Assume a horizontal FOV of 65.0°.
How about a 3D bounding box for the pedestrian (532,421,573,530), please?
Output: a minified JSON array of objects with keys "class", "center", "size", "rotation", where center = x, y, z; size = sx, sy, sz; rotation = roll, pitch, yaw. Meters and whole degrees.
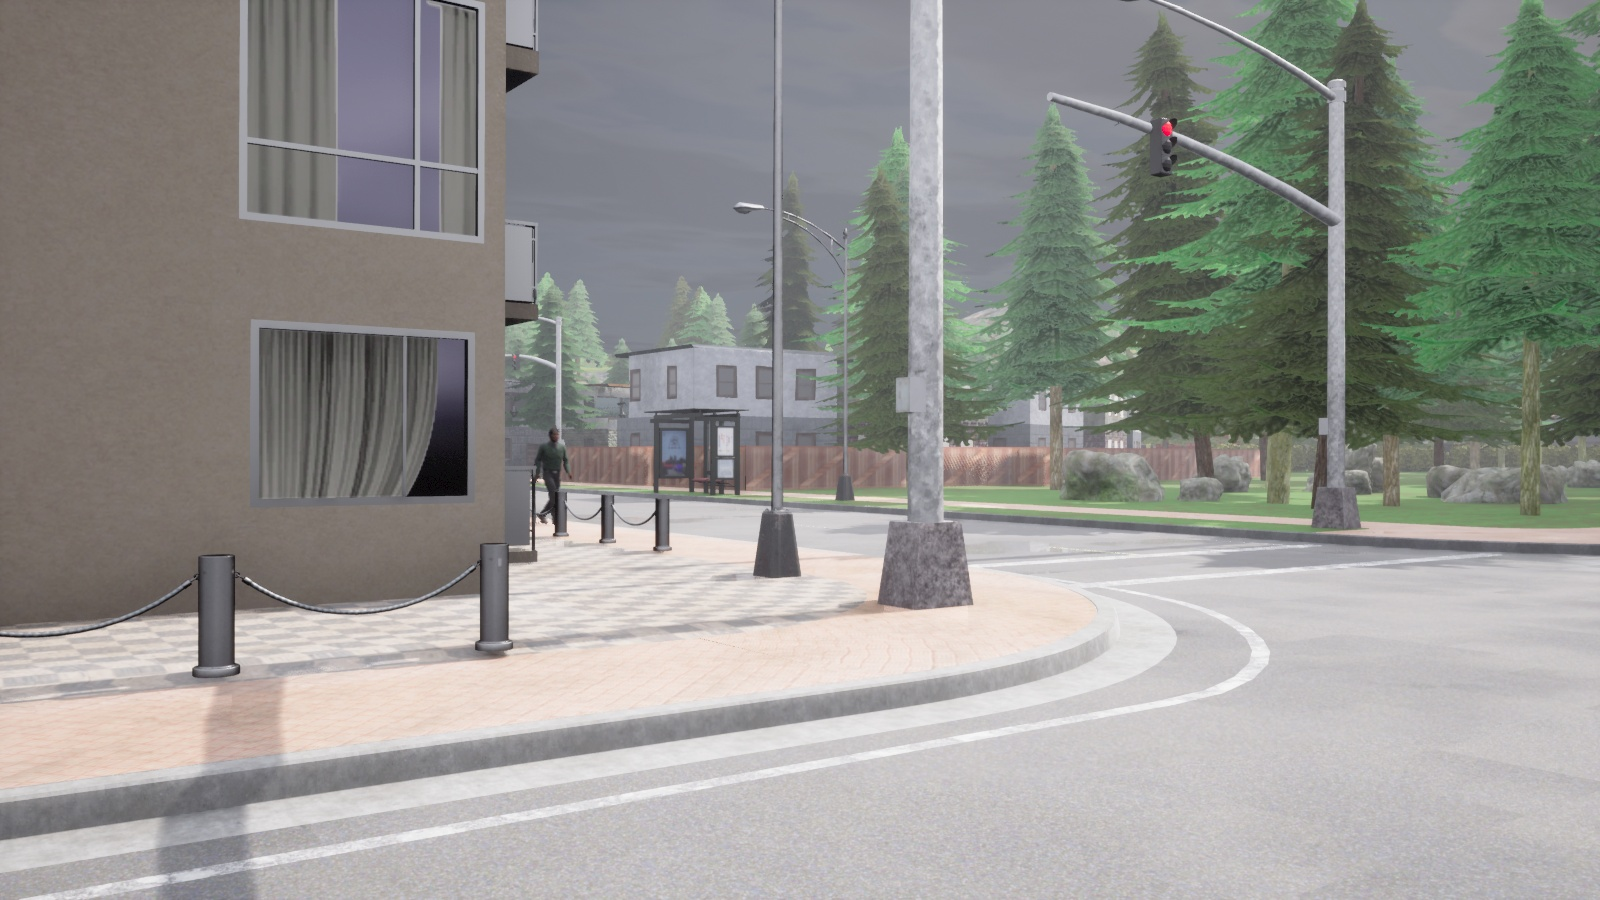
[{"class":"pedestrian","center":[-4.515,0.456,22.899],"size":[0.423,1.949,0.788],"rotation":[0,0,-38]}]
